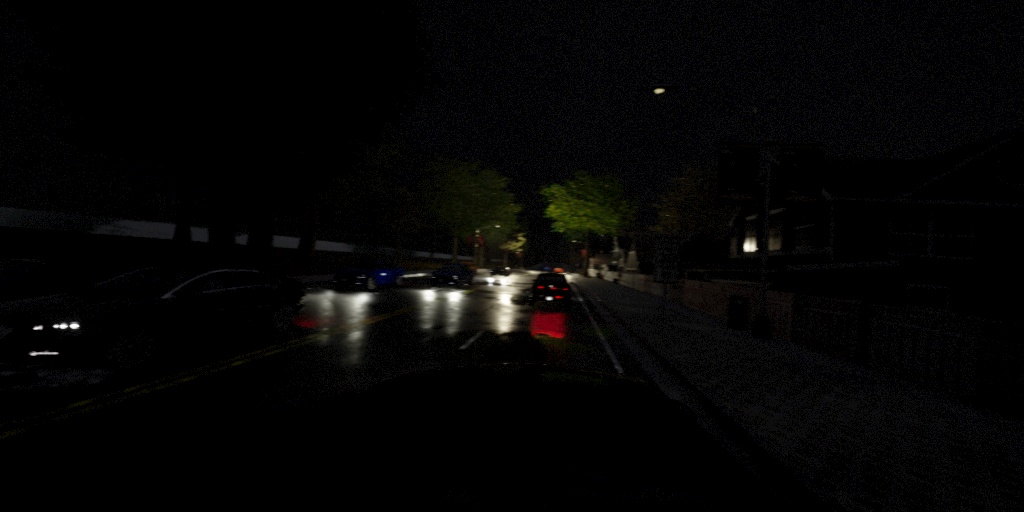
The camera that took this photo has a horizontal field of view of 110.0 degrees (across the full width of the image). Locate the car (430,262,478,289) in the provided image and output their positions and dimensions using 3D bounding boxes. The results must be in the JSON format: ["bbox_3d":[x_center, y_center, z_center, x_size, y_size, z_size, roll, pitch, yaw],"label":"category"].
[{"bbox_3d":[-3.856,1.236,23.816,1.882,1.535,5.008,4,-1,8],"label":"car"}]

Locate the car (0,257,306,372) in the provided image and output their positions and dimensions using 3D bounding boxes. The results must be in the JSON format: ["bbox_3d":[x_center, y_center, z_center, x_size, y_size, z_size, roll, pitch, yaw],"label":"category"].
[{"bbox_3d":[-6.176,0.894,6.797,2.128,1.511,4.902,4,0,8],"label":"car"}]

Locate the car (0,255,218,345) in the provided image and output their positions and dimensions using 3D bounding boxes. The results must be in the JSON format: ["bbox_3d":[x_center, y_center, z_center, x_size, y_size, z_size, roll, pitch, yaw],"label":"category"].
[{"bbox_3d":[-9.397,0.744,7.229,2.033,1.411,5.357,4,-1,8],"label":"car"}]

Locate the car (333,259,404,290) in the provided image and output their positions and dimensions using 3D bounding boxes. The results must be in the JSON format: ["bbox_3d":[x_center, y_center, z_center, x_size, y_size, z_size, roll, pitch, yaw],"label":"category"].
[{"bbox_3d":[-7.691,0.933,19.706,1.882,1.535,5.008,4,-1,8],"label":"car"}]

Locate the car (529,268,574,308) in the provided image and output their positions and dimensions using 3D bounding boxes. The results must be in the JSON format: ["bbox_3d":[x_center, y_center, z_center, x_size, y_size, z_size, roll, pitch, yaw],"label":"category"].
[{"bbox_3d":[1.922,1.577,17.481,1.837,1.490,4.892,4,-1,8],"label":"car"}]

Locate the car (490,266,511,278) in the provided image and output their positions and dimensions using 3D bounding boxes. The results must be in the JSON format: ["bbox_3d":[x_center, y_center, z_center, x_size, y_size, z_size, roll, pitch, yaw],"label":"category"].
[{"bbox_3d":[-1.301,1.858,41.994,1.895,1.301,4.718,4,-1,8],"label":"car"}]
